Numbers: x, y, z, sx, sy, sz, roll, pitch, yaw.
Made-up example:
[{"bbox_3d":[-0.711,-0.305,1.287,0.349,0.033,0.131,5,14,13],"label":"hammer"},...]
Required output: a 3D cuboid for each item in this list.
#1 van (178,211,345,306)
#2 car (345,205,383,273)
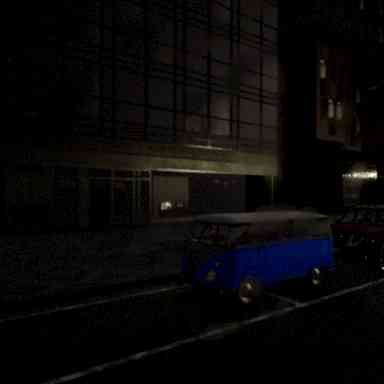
[{"bbox_3d":[1.617,1.366,7.802,3.998,1.788,1.690,0,0,-36],"label":"van"},{"bbox_3d":[6.184,1.365,11.060,5.009,1.841,2.192,0,0,-36],"label":"car"}]
